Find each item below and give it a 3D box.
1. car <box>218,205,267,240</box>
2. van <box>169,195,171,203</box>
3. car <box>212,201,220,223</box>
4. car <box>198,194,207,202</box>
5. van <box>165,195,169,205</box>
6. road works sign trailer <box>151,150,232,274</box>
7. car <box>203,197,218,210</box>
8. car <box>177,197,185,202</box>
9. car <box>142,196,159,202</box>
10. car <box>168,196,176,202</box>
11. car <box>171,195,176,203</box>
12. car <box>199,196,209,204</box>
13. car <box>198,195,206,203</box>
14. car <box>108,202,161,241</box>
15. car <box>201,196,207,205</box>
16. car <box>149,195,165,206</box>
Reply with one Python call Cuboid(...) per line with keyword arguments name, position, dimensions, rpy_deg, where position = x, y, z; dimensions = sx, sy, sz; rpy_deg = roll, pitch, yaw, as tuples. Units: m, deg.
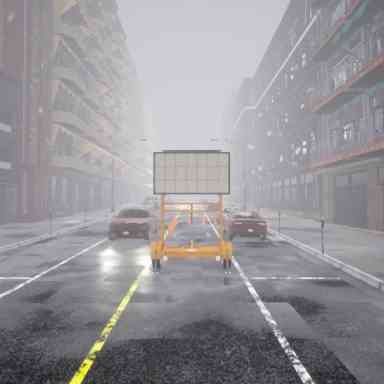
Cuboid(name="car", position=(2.589, 1.564, 16.875), dimensions=(1.887, 1.381, 4.507), rpy_deg=(1, 0, 0))
Cuboid(name="van", position=(-5.274, 1.480, 61.186), dimensions=(1.690, 1.788, 3.998), rpy_deg=(1, 0, 0))
Cuboid(name="car", position=(2.591, 1.554, 22.577), dimensions=(1.752, 1.417, 4.829), rpy_deg=(1, 0, 0))
Cuboid(name="car", position=(2.579, 1.551, 83.245), dimensions=(2.192, 1.841, 5.009), rpy_deg=(1, 0, 0))
Cuboid(name="van", position=(-5.275, 1.459, 55.654), dimensions=(1.690, 1.788, 3.998), rpy_deg=(2, 0, 0))
Cuboid(name="road works sign trailer", position=(-0.007, 0.474, 10.557), dimensions=(2.380, 3.560, 2.880), rpy_deg=(0, 0, 0))
Cuboid(name="car", position=(2.595, 1.613, 38.997), dimensions=(1.887, 1.381, 4.507), rpy_deg=(1, 0, 0))
Cuboid(name="car", position=(-2.725, 1.783, 79.955), dimensions=(1.994, 1.385, 4.181), rpy_deg=(0, 0, 0))
Cuboid(name="car", position=(-5.284, 1.593, 38.893), dimensions=(1.752, 1.417, 4.829), rpy_deg=(2, 0, 0))
Cuboid(name="car", position=(-5.272, 1.830, 88.838), dimensions=(1.947, 1.339, 4.313), rpy_deg=(1, 0, 0))
Cuboid(name="car", position=(-5.270, 1.500, 72.246), dimensions=(2.192, 1.841, 5.009), rpy_deg=(1, 0, 0))
Cuboid(name="car", position=(2.615, 1.625, 72.183), dimensions=(1.967, 1.590, 4.097), rpy_deg=(1, 0, 0))
Cuboid(name="car", position=(2.602, 1.683, 61.121), dimensions=(1.887, 1.381, 4.507), rpy_deg=(1, 0, 0))
Cuboid(name="car", position=(-2.844, 1.496, 16.849), dimensions=(1.882, 1.535, 5.008), rpy_deg=(0, 0, 0))
Cuboid(name="car", position=(2.597, 1.634, 44.529), dimensions=(2.008, 1.369, 4.403), rpy_deg=(1, 0, 0))
Cuboid(name="car", position=(-5.277, 1.398, 44.595), dimensions=(2.192, 1.841, 5.009), rpy_deg=(2, 0, 0))
